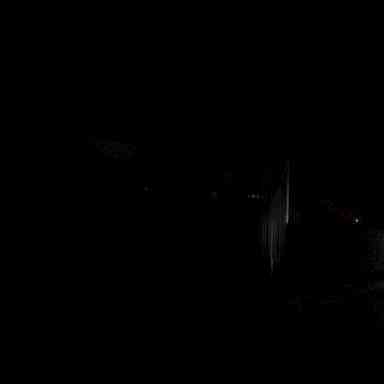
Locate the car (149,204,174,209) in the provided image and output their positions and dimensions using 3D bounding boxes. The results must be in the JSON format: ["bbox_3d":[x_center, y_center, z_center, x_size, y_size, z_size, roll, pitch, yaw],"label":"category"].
[{"bbox_3d":[-3.621,1.736,38.551,2.097,1.767,4.553,3,-2,-37],"label":"car"}]

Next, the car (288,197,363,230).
[{"bbox_3d":[8.235,1.374,22.060,2.150,2.045,5.566,2,-2,-35],"label":"car"}]
